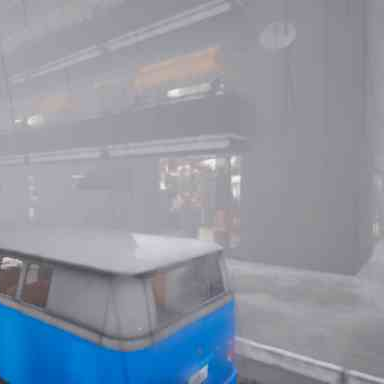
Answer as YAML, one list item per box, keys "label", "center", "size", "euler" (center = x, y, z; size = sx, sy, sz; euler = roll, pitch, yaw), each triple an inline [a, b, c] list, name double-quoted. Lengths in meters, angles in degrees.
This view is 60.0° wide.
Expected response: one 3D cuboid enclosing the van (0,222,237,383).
- label: "van"
  center: [-1.453, 1.328, 3.900]
  size: [3.998, 1.788, 1.690]
  euler: [0, 1, 36]
